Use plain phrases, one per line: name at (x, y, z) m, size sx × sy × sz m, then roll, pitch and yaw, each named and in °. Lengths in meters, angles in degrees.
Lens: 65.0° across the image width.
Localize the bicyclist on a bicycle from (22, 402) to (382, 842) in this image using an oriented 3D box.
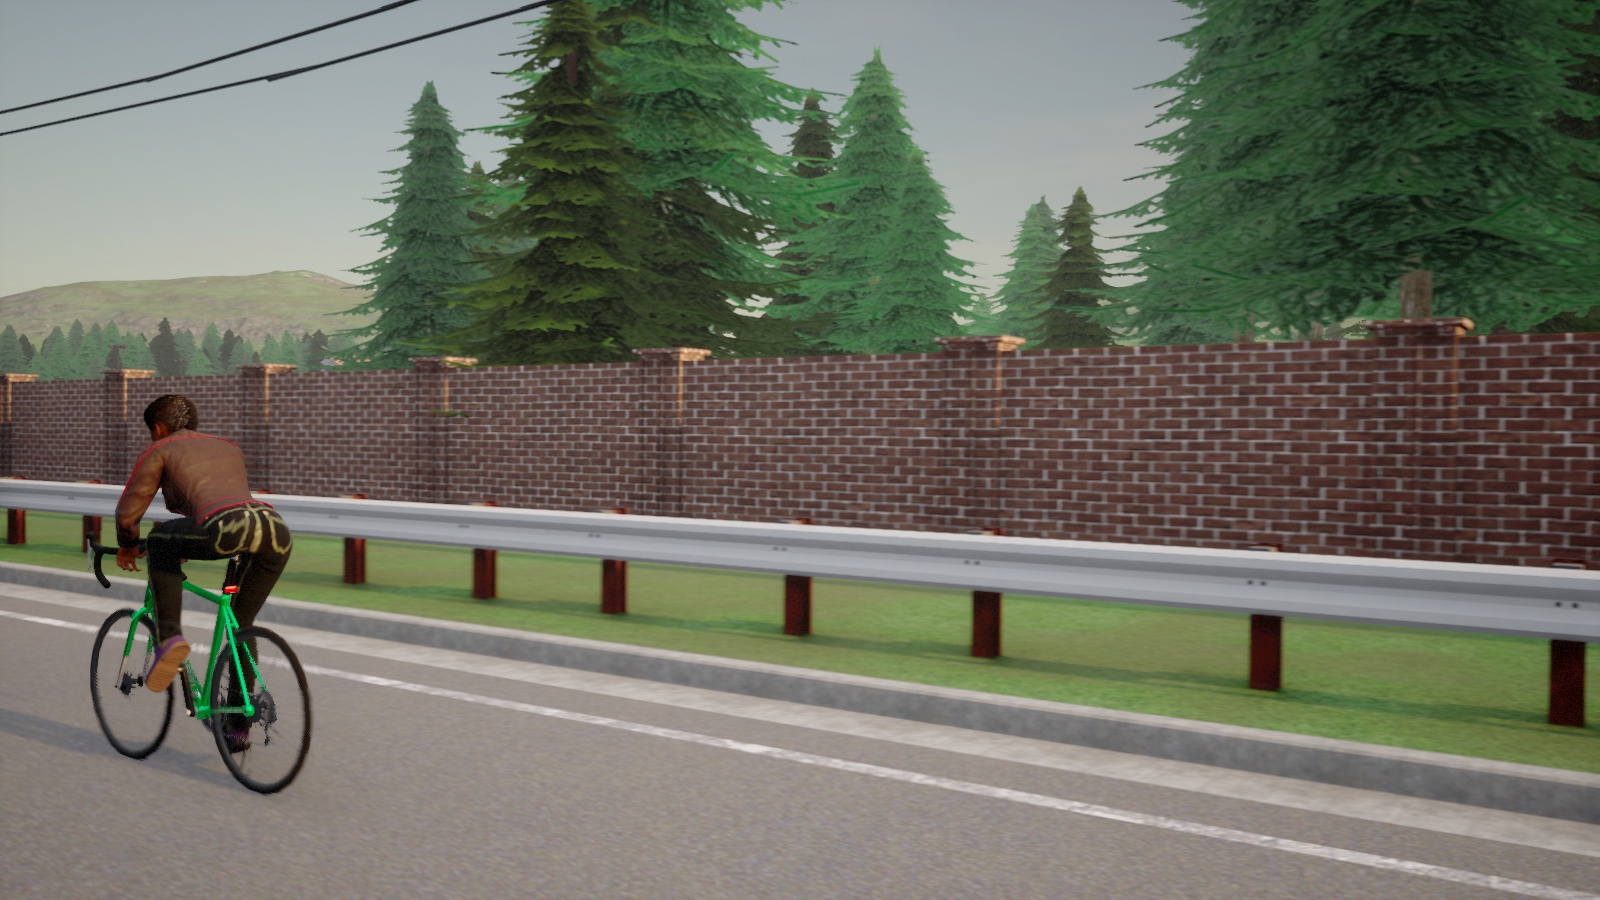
bicyclist on a bicycle at (-2.565, 0.635, 5.326) m, size 1.656 × 1.620 × 0.582 m, roll 0°, pitch 1°, yaw 34°
